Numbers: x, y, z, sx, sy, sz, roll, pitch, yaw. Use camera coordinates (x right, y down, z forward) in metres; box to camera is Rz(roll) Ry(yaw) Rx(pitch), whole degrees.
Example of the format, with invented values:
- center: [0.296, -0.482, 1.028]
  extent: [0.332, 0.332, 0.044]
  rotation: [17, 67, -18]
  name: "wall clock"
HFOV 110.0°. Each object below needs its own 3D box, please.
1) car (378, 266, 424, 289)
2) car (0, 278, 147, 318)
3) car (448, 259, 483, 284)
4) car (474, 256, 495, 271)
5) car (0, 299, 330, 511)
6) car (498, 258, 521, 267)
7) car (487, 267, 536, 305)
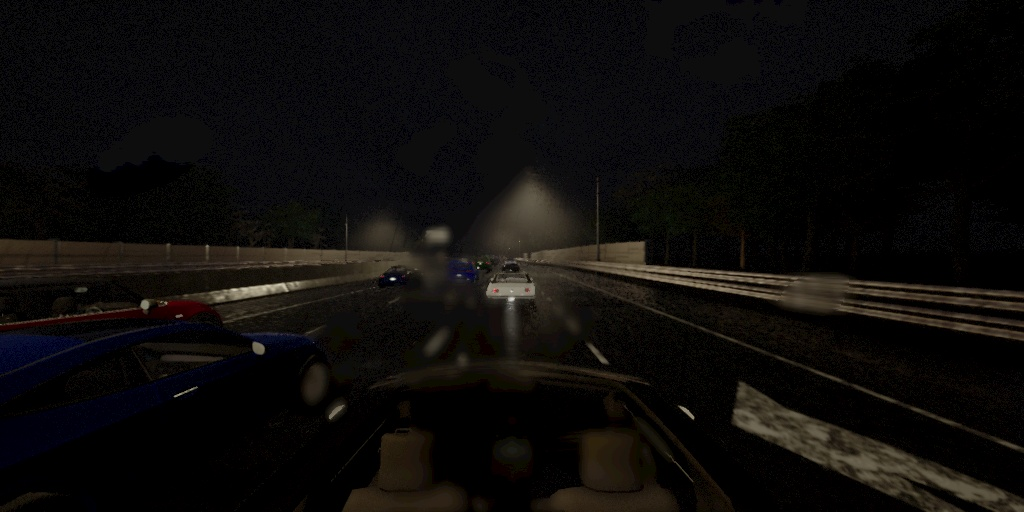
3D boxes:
- center: [-7.037, 1.328, 23.175]
  extent: [1.994, 1.385, 4.181]
  rotation: [0, 0, 0]
  name: "car"
- center: [-6.999, 1.107, 5.523]
  extent: [2.097, 1.767, 4.553]
  rotation: [0, 0, 0]
  name: "car"
- center: [-3.555, 1.241, 27.168]
  extent: [1.882, 1.535, 5.008]
  rotation: [0, 0, 0]
  name: "car"
- center: [-3.662, 0.983, 44.001]
  extent: [2.150, 2.045, 5.566]
  rotation: [0, 0, 0]
  name: "car"
- center: [-3.498, 1.278, 3.172]
  extent: [1.812, 1.442, 4.674]
  rotation: [0, 0, 0]
  name: "car"
- center: [-0.125, 1.252, 39.126]
  extent: [2.128, 1.511, 4.902]
  rotation: [0, 0, 0]
  name: "car"
- center: [-0.012, 1.360, 15.956]
  extent: [1.895, 1.301, 4.718]
  rotation: [0, 0, 0]
  name: "car"
